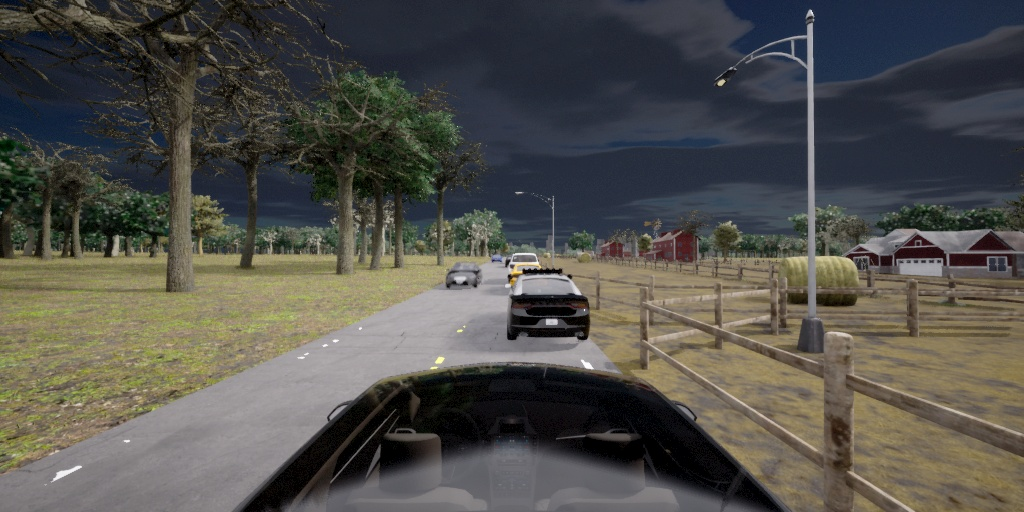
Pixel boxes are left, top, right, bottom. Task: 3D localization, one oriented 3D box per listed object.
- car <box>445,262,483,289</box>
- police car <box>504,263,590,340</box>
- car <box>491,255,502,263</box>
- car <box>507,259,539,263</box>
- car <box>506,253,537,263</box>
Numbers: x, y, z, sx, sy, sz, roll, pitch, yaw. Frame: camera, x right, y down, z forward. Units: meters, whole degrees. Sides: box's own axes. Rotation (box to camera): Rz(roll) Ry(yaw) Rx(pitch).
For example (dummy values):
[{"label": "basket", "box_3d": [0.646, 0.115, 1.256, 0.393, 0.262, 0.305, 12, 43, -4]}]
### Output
[{"label": "car", "box_3d": [-2.848, 1.125, 22.008, 2.128, 1.511, 4.902, 0, 1, 0]}, {"label": "police car", "box_3d": [0.826, 1.156, 10.030, 1.930, 1.638, 5.238, 0, 0, 0]}, {"label": "car", "box_3d": [-2.742, 0.507, 64.033, 1.882, 1.535, 5.008, 0, 1, 0]}, {"label": "car", "box_3d": [0.827, 1.134, 19.921, 1.882, 1.535, 5.008, 0, 1, 0]}, {"label": "car", "box_3d": [0.828, 0.810, 25.952, 2.150, 2.045, 5.566, 0, 1, 0]}]
